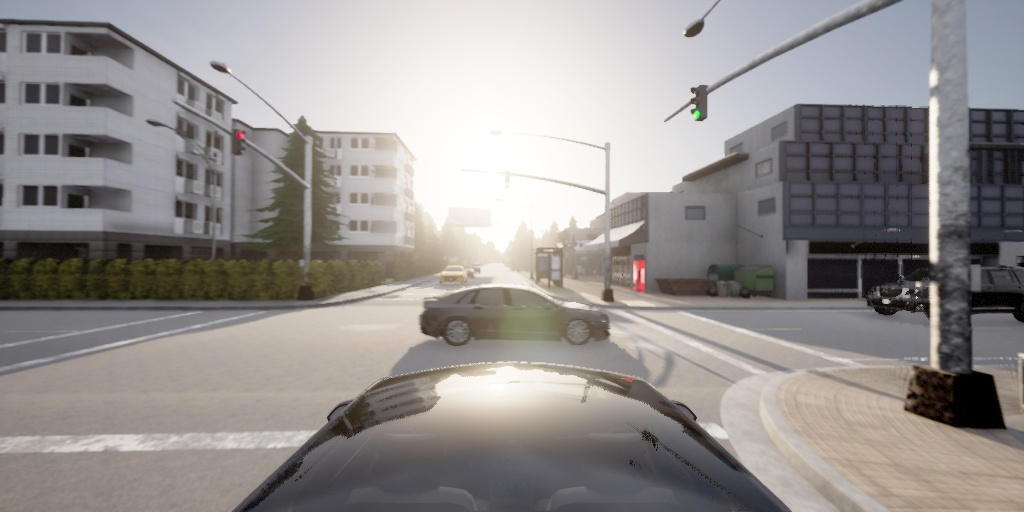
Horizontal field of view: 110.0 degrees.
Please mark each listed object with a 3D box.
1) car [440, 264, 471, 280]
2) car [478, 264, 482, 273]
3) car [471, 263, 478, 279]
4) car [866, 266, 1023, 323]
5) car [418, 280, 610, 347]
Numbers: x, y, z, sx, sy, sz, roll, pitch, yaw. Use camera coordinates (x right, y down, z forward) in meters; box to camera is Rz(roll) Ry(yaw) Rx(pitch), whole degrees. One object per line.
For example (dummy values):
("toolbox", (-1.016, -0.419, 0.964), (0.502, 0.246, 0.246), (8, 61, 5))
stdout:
("car", (-4.814, 1.556, 30.028), (1.882, 1.535, 5.008), (0, -1, -2))
("car", (-5.751, 1.910, 55.649), (1.837, 1.490, 4.892), (0, -1, -2))
("car", (-5.199, 1.763, 39.899), (1.994, 1.385, 4.181), (0, -1, -1))
("car", (16.969, 1.390, 13.717), (5.566, 2.045, 2.150), (0, -1, -2))
("car", (0.074, 1.504, 9.401), (4.892, 1.490, 1.837), (1, -1, -2))
